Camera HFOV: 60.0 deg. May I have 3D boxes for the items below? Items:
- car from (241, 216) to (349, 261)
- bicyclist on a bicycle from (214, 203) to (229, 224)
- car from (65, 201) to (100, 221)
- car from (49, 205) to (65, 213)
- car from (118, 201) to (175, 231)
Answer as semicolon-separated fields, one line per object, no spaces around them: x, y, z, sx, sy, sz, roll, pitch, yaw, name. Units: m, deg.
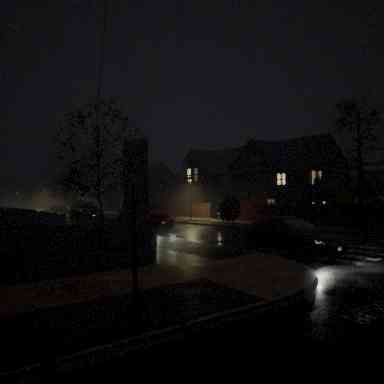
3.867;1.712;13.337;1.812;1.442;4.674;-1;-1;-30;car
2.358;1.659;26.031;1.656;1.620;0.582;-1;0;-36;bicyclist on a bicycle
-11.223;2.030;34.960;2.150;2.045;5.566;-1;-1;-35;car
-22.228;2.835;55.382;1.812;1.442;4.674;-1;-1;-36;car
-3.457;1.710;24.106;2.150;2.045;5.566;-1;0;-35;car
